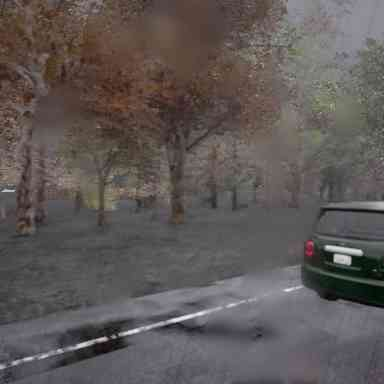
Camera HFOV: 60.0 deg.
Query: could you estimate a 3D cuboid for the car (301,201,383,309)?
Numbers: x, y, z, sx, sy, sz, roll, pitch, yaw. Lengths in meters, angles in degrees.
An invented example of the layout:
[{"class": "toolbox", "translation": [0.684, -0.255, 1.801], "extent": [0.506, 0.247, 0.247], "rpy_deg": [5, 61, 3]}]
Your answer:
[{"class": "car", "translation": [4.683, 1.208, 7.090], "extent": [5.566, 2.045, 2.150], "rpy_deg": [0, 0, -36]}]
